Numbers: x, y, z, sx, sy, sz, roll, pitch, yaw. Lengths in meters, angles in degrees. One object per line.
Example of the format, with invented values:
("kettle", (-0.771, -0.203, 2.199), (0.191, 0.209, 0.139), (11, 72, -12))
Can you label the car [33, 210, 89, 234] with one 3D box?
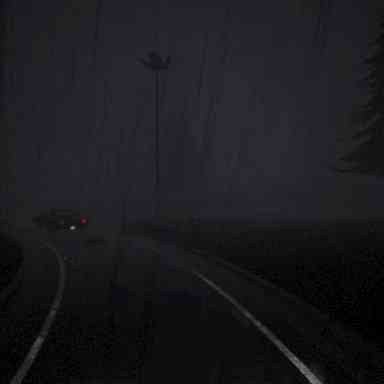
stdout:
("car", (-8.056, 1.709, 20.127), (1.895, 1.301, 4.718), (0, 0, -40))
